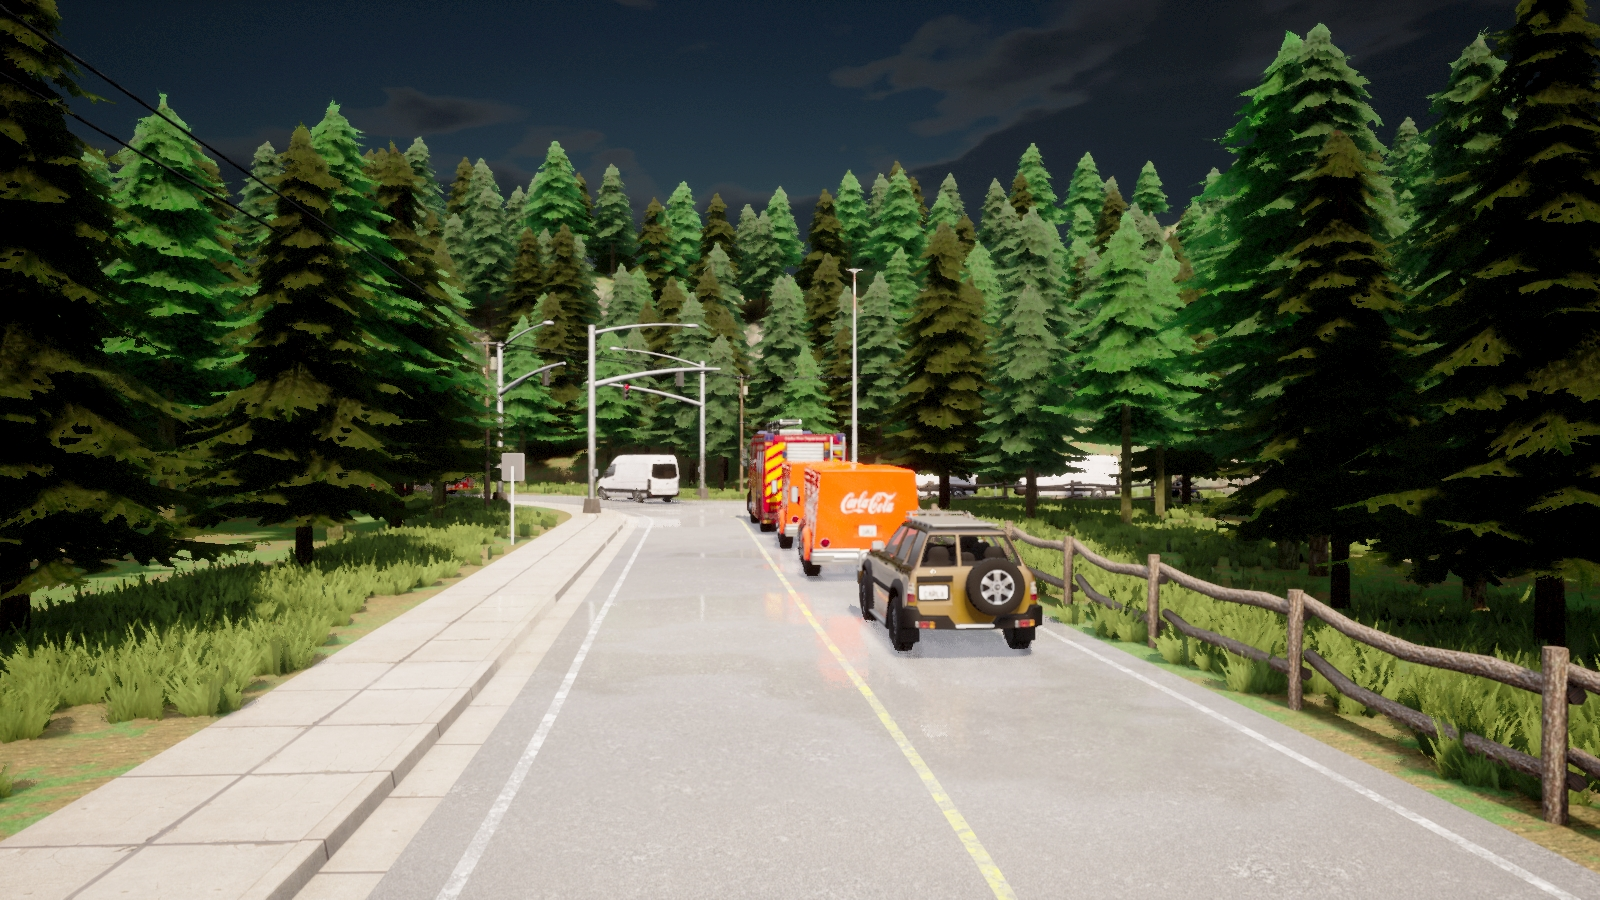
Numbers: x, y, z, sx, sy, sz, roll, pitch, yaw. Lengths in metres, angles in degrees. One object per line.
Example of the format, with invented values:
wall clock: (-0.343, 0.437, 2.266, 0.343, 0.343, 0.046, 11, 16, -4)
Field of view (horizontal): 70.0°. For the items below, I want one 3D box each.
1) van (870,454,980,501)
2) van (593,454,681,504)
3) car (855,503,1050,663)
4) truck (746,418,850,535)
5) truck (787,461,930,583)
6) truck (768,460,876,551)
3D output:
van: (7.036, 1.534, 64.712, 5.915, 2.561, 1.988, 0, 0, -4)
van: (-8.935, 1.512, 62.232, 1.988, 2.561, 5.915, 0, 0, -39)
car: (2.112, 1.836, 17.210, 1.932, 1.855, 4.605, 0, 0, -5)
truck: (-0.257, 0.863, 41.673, 2.891, 3.827, 8.468, 0, 0, -6)
truck: (1.207, 1.550, 26.776, 2.627, 2.467, 5.204, 0, 1, -5)
truck: (0.540, 1.533, 33.886, 2.627, 2.467, 5.204, 0, -1, -5)
